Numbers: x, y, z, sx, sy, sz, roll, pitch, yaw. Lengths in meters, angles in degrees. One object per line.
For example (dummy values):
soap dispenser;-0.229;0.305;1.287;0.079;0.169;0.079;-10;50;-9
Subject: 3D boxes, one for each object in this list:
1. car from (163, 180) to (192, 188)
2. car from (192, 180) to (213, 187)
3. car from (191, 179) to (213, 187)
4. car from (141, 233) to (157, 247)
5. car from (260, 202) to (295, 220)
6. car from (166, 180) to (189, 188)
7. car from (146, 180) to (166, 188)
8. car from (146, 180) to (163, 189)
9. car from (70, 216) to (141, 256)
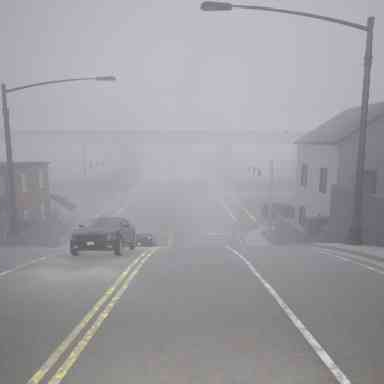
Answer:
car;-3.171;-1.693;72.414;4.974;1.542;2.038;-6;10;-36
car;2.196;-1.811;73.199;4.974;1.542;2.038;4;9;28
car;2.150;-1.971;73.201;4.536;1.218;1.853;4;9;28
car;-3.772;3.812;25.540;1.895;1.301;4.718;0;-13;-1
car;11.662;2.379;42.812;5.566;2.045;2.150;0;8;1
car;-3.129;-1.854;72.422;4.536;1.218;1.853;-6;10;-36
car;-7.817;-1.849;72.413;4.536;1.218;1.853;8;11;43
car;-7.779;-1.688;72.401;4.974;1.542;2.038;8;11;43
car;-3.644;1.800;14.368;1.882;1.535;5.008;0;-6;-1
